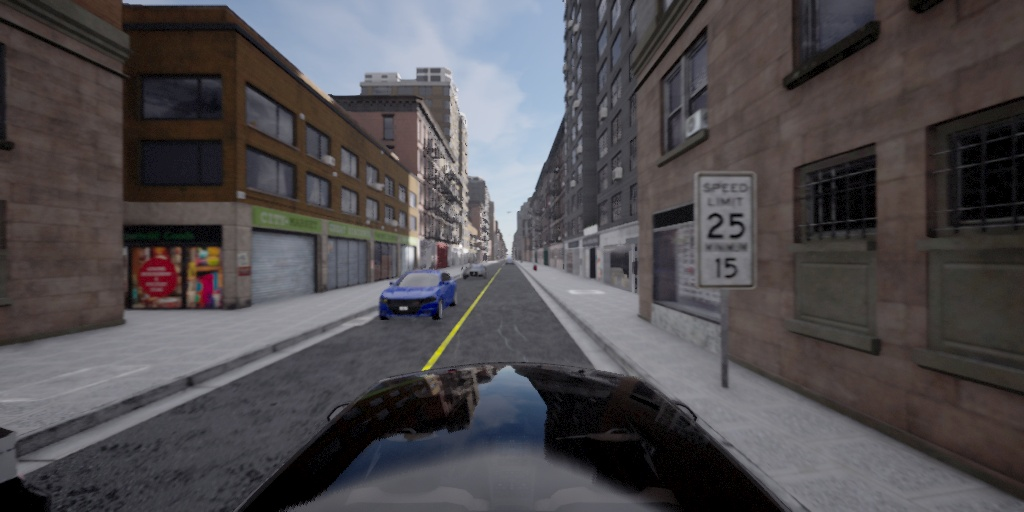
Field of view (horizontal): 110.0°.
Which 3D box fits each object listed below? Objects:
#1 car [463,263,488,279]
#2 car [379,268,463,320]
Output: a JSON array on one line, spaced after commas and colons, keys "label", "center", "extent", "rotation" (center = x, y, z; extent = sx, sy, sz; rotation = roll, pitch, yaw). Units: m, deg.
[{"label": "car", "center": [-3.202, 1.325, 32.034], "extent": [1.994, 1.385, 4.181], "rotation": [0, 0, 0]}, {"label": "car", "center": [-3.158, 1.241, 12.895], "extent": [1.882, 1.535, 5.008], "rotation": [0, 0, 0]}]
